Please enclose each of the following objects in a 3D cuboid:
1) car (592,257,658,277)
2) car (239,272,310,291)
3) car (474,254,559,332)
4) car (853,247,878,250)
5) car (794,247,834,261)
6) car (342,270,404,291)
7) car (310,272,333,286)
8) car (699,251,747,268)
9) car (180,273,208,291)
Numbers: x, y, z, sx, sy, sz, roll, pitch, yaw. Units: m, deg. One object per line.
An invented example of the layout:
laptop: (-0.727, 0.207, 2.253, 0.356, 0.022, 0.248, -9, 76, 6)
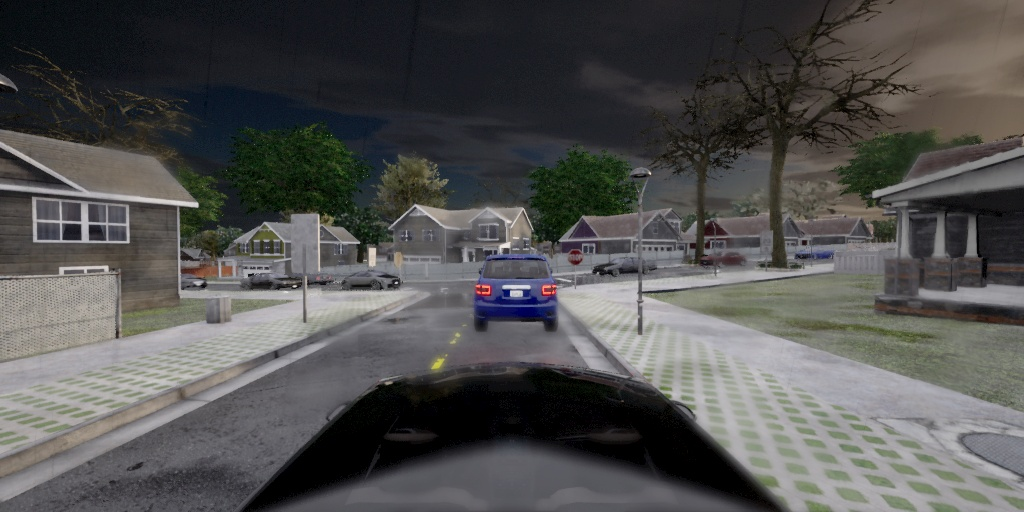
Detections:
car: (8.996, 0.808, 28.466, 5.357, 1.411, 2.033, -3, 2, -23)
car: (-18.905, 1.999, 28.129, 5.357, 1.411, 2.033, -2, 0, 22)
car: (0.116, 0.968, 11.021, 2.150, 2.045, 5.566, 0, 0, 0)
car: (38.578, -0.293, 39.005, 5.357, 1.411, 2.033, -2, 2, -26)
car: (33.623, -0.274, 39.902, 5.008, 1.535, 1.882, -2, 2, -25)
car: (-9.491, 1.661, 24.421, 4.181, 1.385, 1.994, -2, 0, 22)
car: (-17.972, 1.954, 30.907, 5.357, 1.411, 2.033, -2, 0, 22)
car: (19.676, 0.273, 33.400, 5.008, 1.535, 1.882, -2, 2, -25)
car: (-29.934, 2.340, 32.585, 4.902, 1.511, 2.128, -2, 0, 22)
